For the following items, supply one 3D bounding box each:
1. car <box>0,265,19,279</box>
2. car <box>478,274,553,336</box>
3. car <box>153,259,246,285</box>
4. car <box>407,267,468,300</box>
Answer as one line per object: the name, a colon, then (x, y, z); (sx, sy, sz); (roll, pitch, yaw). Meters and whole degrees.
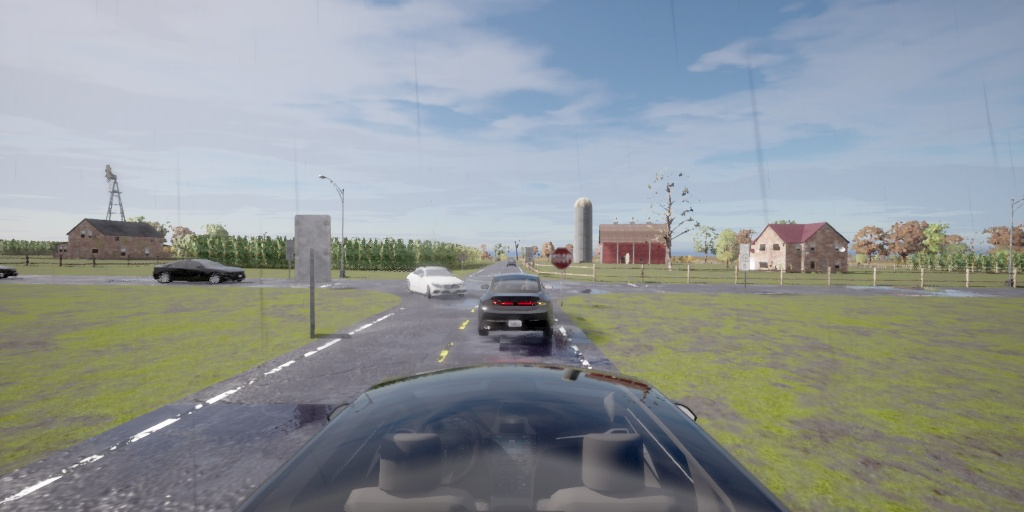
car: (-35.161, 0.819, 22.807); (5.357, 1.411, 2.033); (1, 1, -1)
car: (0.130, 1.255, 10.379); (1.837, 1.490, 4.892); (0, 0, 1)
car: (-19.851, 0.979, 22.893); (5.008, 1.535, 1.882); (1, 1, 0)
car: (-3.886, 1.278, 18.045); (1.812, 1.442, 4.674); (1, -1, -33)
